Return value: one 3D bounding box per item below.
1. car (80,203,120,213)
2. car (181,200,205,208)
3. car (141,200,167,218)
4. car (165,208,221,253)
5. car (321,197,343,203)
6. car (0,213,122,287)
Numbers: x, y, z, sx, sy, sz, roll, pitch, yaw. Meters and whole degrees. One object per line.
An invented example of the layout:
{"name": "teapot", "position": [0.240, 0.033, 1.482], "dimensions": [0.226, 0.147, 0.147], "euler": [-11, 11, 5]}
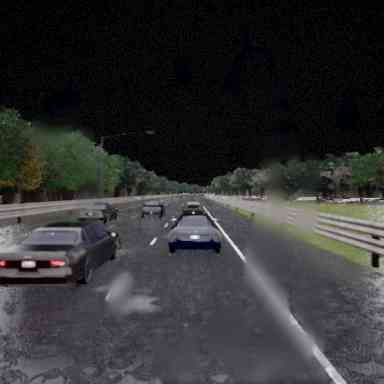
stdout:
{"name": "car", "position": [-6.891, 1.560, 25.182], "dimensions": [2.033, 1.411, 5.357], "euler": [0, 0, 0]}
{"name": "car", "position": [0.104, 1.522, 30.281], "dimensions": [1.837, 1.490, 4.892], "euler": [0, 0, 0]}
{"name": "car", "position": [-3.395, 1.509, 30.142], "dimensions": [2.128, 1.511, 4.902], "euler": [0, 0, 0]}
{"name": "car", "position": [0.103, 1.568, 13.784], "dimensions": [1.994, 1.385, 4.181], "euler": [0, 0, 0]}
{"name": "car", "position": [32.164, 1.808, 76.524], "dimensions": [1.882, 1.535, 5.008], "euler": [0, 0, -30]}
{"name": "car", "position": [-3.397, 1.550, 9.417], "dimensions": [2.033, 1.411, 5.357], "euler": [0, 0, 0]}
